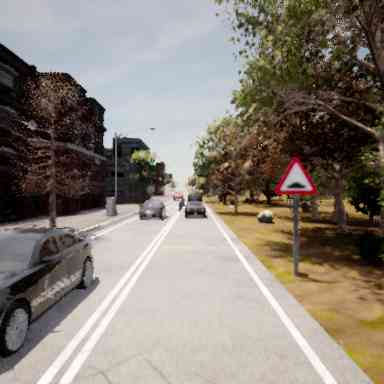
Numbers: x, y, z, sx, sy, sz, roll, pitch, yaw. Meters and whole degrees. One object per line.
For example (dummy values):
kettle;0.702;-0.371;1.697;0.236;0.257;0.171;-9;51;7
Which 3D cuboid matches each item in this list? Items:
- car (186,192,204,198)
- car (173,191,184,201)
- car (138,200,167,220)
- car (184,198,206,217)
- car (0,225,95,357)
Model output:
car;0.393;1.058;45.879;2.150;2.045;5.566;0;1;1
car;-2.865;0.881;71.173;2.150;2.045;5.566;0;0;0
car;-3.140;1.416;27.177;2.128;1.511;4.902;0;0;1
car;0.298;1.514;29.863;1.895;1.301;4.718;0;0;0
car;-3.325;1.462;6.211;1.882;1.535;5.008;0;0;0
